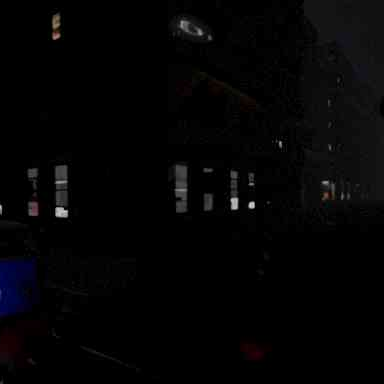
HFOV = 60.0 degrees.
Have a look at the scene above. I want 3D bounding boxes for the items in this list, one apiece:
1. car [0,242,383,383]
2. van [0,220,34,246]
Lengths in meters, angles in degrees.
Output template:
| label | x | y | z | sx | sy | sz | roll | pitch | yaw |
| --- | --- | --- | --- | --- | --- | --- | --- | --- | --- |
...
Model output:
| label | x | y | z | sx | sy | sz | roll | pitch | yaw |
| --- | --- | --- | --- | --- | --- | --- | --- | --- | --- |
| car | -0.124 | 1.439 | 2.981 | 4.097 | 1.590 | 1.967 | 0 | -1 | 36 |
| van | -4.526 | 1.338 | 6.121 | 3.998 | 1.788 | 1.690 | 0 | -1 | 36 |
